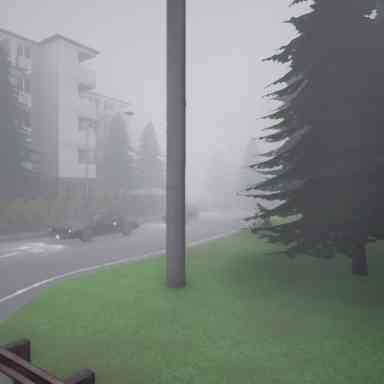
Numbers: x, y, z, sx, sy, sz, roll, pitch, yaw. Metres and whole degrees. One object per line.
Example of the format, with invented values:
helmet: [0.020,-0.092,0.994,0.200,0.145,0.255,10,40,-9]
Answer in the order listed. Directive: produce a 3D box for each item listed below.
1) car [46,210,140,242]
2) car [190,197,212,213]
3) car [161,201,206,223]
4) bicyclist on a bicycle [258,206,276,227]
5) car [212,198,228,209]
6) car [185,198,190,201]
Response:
car: [-5.028,1.719,17.970,2.033,1.411,5.357,0,0,29]
car: [1.016,1.668,40.441,1.837,1.490,4.892,0,2,-1]
car: [-0.780,1.718,27.667,2.033,1.411,5.357,0,0,17]
bicyclist on a bicycle: [4.256,1.496,20.276,1.656,1.620,0.582,-3,1,23]
car: [3.737,1.673,48.132,1.837,1.490,4.892,0,0,-13]
car: [0.112,1.657,57.623,2.128,1.511,4.902,0,0,-33]
